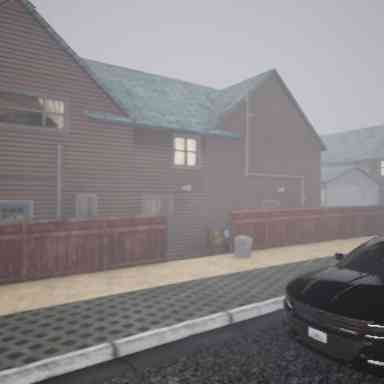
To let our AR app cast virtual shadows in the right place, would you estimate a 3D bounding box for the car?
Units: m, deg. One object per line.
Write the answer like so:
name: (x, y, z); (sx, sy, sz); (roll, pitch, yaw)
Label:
car: (3.617, 1.445, 5.329); (5.008, 1.535, 1.882); (0, 0, -32)
